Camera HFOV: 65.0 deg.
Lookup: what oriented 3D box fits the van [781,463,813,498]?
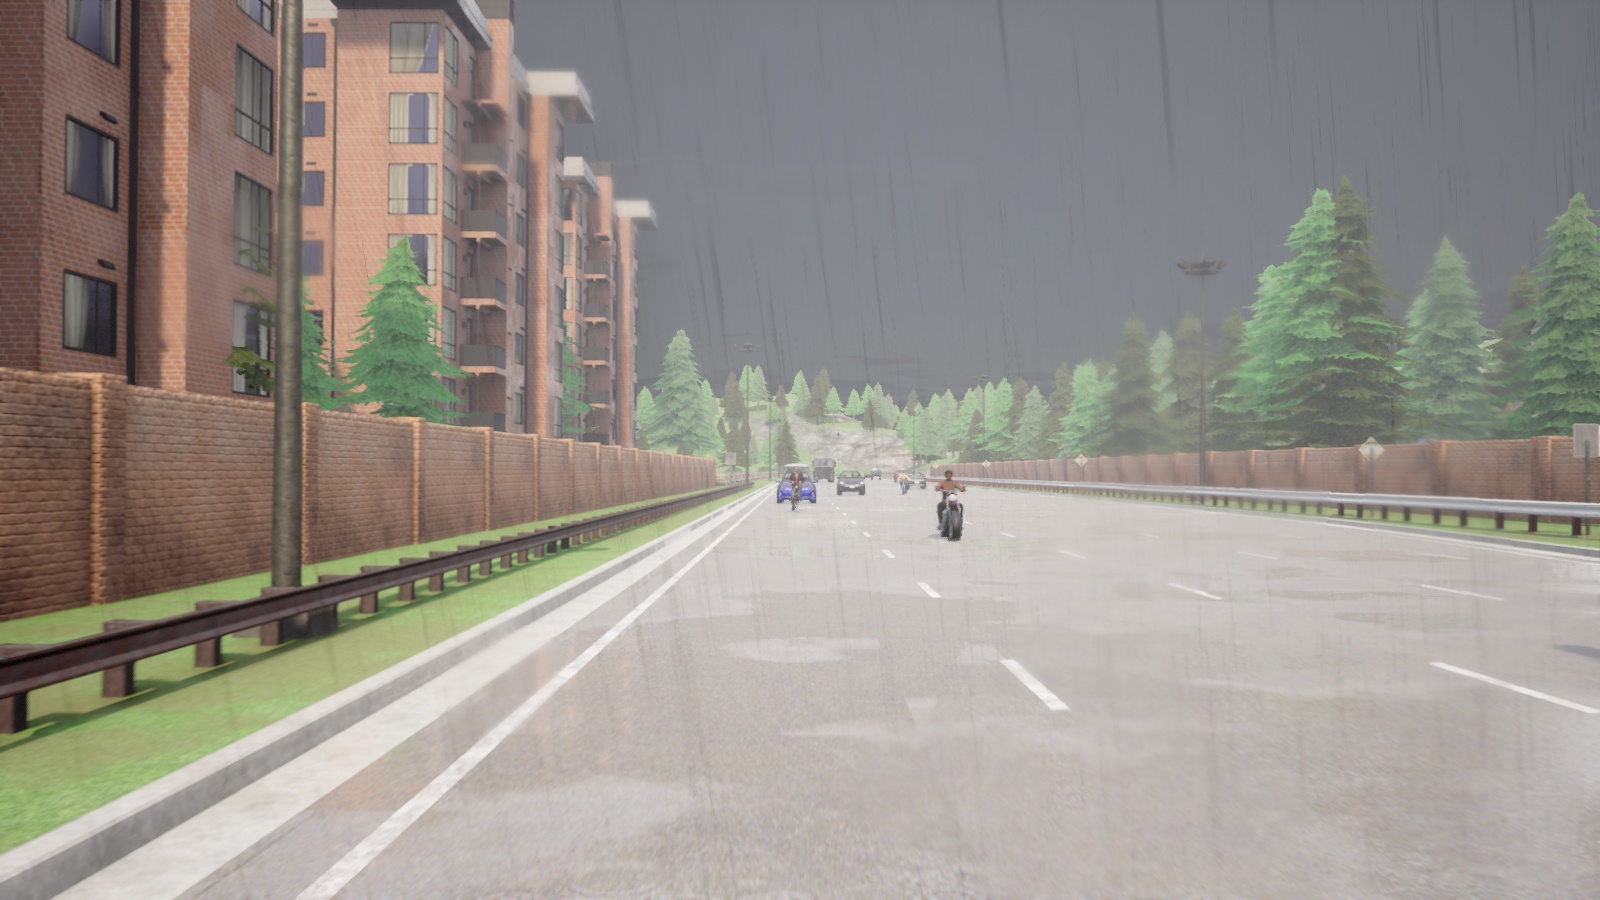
[{"bbox_3d":[-0.181,1.810,74.086,1.775,1.987,4.442,0,-1,0],"label":"van"}]

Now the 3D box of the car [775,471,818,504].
[{"bbox_3d":[-0.149,1.783,60.978,2.007,1.525,4.514,0,-1,0],"label":"car"}]

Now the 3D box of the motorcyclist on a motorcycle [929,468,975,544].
[{"bbox_3d":[3.430,1.229,28.529,0.766,1.649,2.350,0,-1,0],"label":"motorcyclist on a motorcycle"}]

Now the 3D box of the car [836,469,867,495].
[{"bbox_3d":[3.303,2.053,80.883,1.851,1.617,3.988,0,-1,0],"label":"car"}]
